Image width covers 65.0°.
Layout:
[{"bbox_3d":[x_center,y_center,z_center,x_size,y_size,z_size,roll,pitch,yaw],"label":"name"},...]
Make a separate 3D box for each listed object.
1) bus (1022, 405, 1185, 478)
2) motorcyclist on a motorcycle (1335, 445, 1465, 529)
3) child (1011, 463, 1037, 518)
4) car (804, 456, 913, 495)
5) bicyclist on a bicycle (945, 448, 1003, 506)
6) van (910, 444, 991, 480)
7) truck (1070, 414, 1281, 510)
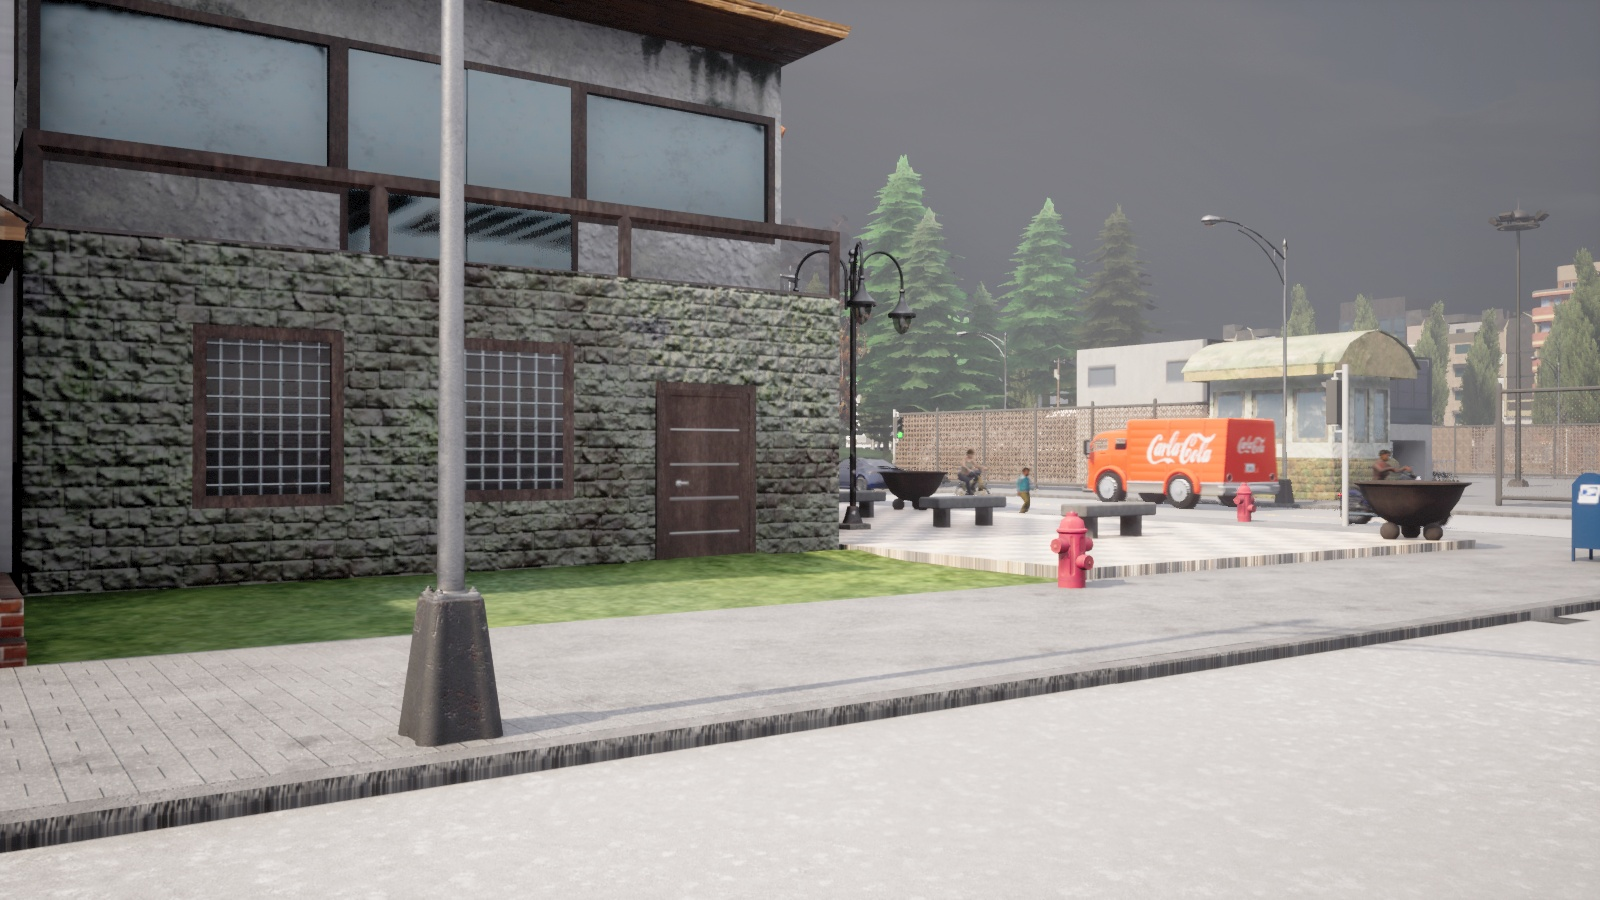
[{"bbox_3d":[18.819,-0.482,77.448,10.273,4.253,3.944,0,0,-35],"label":"bus"},{"bbox_3d":[12.290,0.732,25.809,0.766,1.649,2.350,0,0,-35],"label":"motorcyclist on a motorcycle"},{"bbox_3d":[4.938,0.892,27.677,0.343,1.192,0.448,0,0,-40],"label":"child"},{"bbox_3d":[2.157,0.920,47.391,1.994,1.385,4.181,0,0,-35],"label":"car"},{"bbox_3d":[5.018,0.760,36.263,0.866,1.612,1.509,0,0,-35],"label":"bicyclist on a bicycle"},{"bbox_3d":[8.448,0.651,70.230,4.442,1.987,1.775,0,0,-35],"label":"van"},{"bbox_3d":[10.475,0.322,35.410,2.627,2.467,5.204,0,0,-34],"label":"truck"}]
